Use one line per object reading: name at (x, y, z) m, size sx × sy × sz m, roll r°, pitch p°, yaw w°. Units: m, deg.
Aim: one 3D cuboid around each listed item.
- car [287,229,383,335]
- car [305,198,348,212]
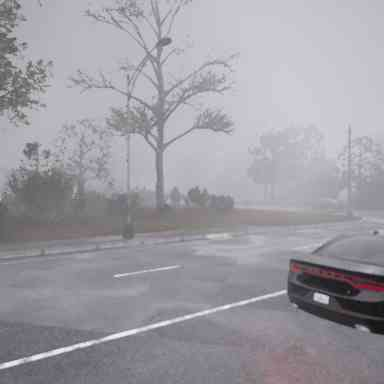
car at (4.001, 1.460, 6.477) m, size 5.008 × 1.535 × 1.882 m, roll 0°, pitch 0°, yaw -35°
car at (15.038, 1.421, 37.380) m, size 1.837 × 1.490 × 4.892 m, roll 0°, pitch 0°, yaw -29°
